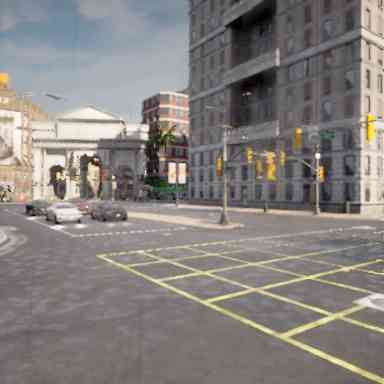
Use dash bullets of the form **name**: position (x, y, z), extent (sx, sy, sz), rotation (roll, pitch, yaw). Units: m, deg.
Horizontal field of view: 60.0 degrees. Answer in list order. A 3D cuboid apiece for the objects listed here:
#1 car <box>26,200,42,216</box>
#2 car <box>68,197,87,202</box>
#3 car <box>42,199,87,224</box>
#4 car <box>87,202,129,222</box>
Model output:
- **car**: position (-15.207, 1.535, 33.066), extent (1.837, 1.490, 4.892), rotation (0, 0, -35)
- **car**: position (-11.705, 1.397, 34.232), extent (2.097, 1.767, 4.553), rotation (0, 0, -35)
- **car**: position (-9.872, 1.555, 25.502), extent (1.812, 1.442, 4.674), rotation (0, 0, -35)
- **car**: position (-6.800, 1.608, 27.219), extent (1.994, 1.385, 4.181), rotation (0, 0, -35)
